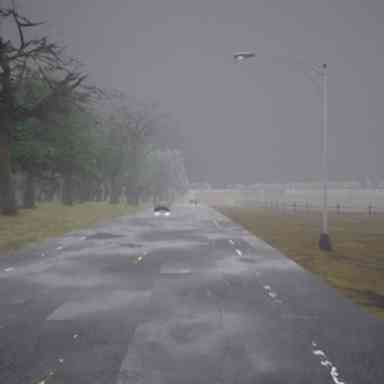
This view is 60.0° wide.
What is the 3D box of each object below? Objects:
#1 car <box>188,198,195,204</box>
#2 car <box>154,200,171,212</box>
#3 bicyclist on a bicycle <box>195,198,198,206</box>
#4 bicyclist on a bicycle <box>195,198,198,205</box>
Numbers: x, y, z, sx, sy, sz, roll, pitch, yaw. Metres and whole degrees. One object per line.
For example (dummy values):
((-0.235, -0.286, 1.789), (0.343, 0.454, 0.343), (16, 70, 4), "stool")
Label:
((-0.016, 2.529, 90.474), (1.837, 1.490, 4.892), (0, -2, 0), "car")
((-3.593, 1.747, 41.302), (2.033, 1.411, 5.357), (0, -1, 0), "car")
((0.951, 2.206, 73.202), (0.582, 1.620, 1.656), (0, -2, 0), "bicyclist on a bicycle")
((0.944, 2.007, 64.939), (0.866, 1.612, 1.509), (0, -1, 0), "bicyclist on a bicycle")
